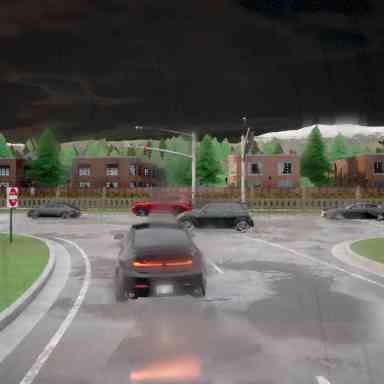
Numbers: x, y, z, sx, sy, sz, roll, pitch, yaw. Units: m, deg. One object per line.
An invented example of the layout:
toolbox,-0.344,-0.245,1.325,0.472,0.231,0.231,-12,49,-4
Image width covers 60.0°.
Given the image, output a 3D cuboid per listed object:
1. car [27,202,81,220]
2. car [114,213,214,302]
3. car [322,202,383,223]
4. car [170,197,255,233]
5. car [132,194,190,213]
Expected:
car,-11.452,1.564,27.774,4.181,1.385,1.994,0,0,6
car,-0.885,1.505,8.386,1.837,1.490,4.892,0,0,-9
car,12.476,1.492,25.265,4.902,1.511,2.128,0,0,6
car,1.302,1.350,19.399,4.553,1.767,2.097,0,0,6
car,-2.650,1.221,30.370,5.566,2.045,2.150,0,0,6
